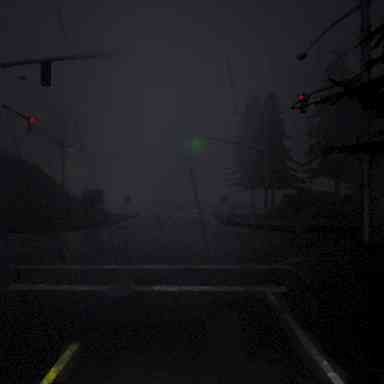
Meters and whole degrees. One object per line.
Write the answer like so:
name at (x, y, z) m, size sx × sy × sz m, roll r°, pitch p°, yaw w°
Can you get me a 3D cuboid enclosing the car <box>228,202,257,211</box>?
car at (7.366, 2.120, 48.573) m, size 4.181 × 1.385 × 1.994 m, roll 0°, pitch 0°, yaw 1°
